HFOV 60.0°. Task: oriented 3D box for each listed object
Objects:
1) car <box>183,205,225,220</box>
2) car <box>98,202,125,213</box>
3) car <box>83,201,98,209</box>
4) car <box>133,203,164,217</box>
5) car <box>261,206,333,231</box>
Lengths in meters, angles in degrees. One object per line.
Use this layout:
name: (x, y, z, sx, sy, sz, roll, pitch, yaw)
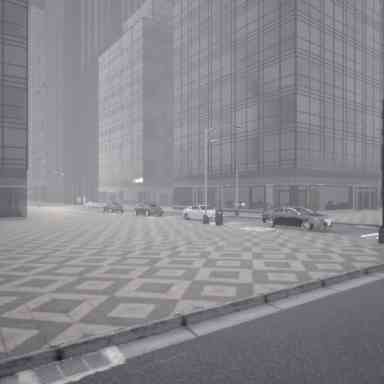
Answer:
car: (0.951, 1.870, 29.957, 1.812, 1.442, 4.674, 0, -1, -36)
car: (-11.156, 2.169, 46.732, 1.837, 1.490, 4.892, 0, -1, -35)
car: (-19.160, 2.477, 63.119, 1.812, 1.442, 4.674, 0, -1, -36)
car: (-5.088, 2.007, 38.293, 1.837, 1.490, 4.892, 0, -1, -36)
car: (6.784, 1.683, 21.902, 2.128, 1.511, 4.902, 0, -1, -35)
